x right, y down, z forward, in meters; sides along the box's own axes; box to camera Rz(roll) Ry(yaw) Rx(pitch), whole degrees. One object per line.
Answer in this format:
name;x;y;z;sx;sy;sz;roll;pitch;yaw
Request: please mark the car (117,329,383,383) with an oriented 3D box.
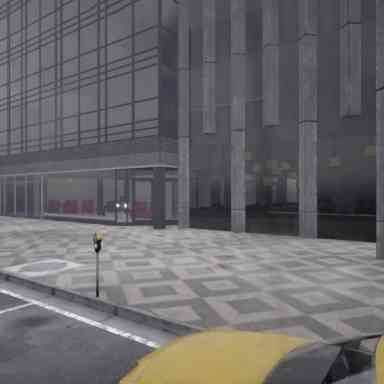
car;1.513;1.525;2.002;4.829;1.417;1.752;0;0;36
